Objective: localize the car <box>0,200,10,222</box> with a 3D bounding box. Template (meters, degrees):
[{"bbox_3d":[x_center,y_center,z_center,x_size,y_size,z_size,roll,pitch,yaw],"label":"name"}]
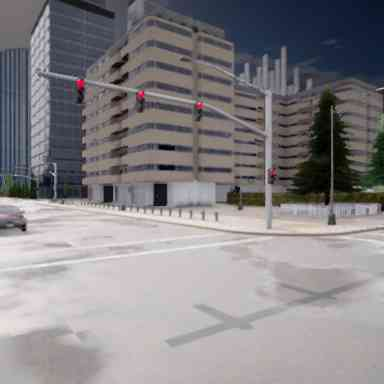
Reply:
[{"bbox_3d":[-16.235,1.488,26.854,2.128,1.511,4.902,0,0,-35],"label":"car"}]

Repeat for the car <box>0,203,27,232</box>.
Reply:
[{"bbox_3d":[-10.972,1.522,19.495,1.812,1.442,4.674,0,0,-36],"label":"car"}]
